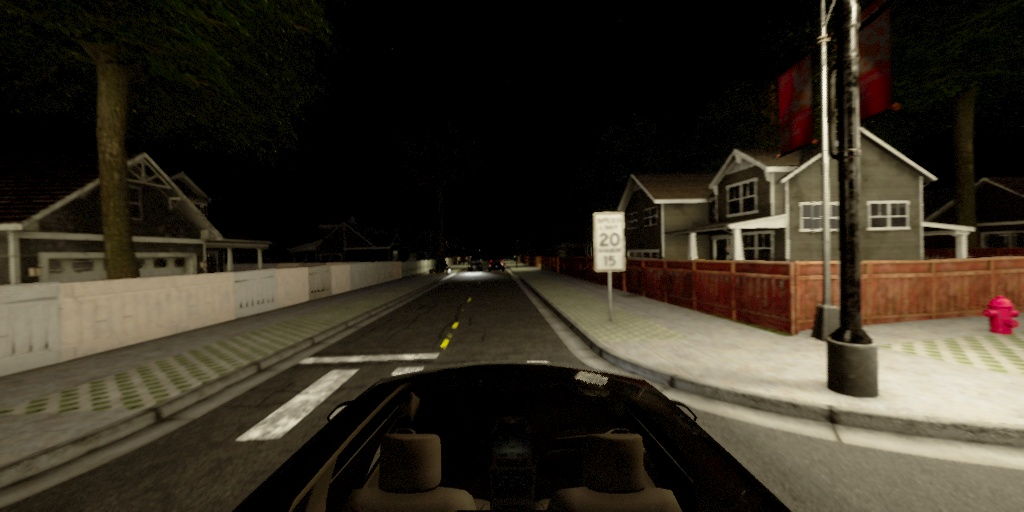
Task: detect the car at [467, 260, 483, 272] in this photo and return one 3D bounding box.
[{"bbox_3d":[-4.815,1.221,47.518,2.128,1.511,4.902,-1,0,-3],"label":"car"}]

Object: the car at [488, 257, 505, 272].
[{"bbox_3d":[-1.945,1.233,45.128,1.994,1.385,4.181,-1,0,-3],"label":"car"}]

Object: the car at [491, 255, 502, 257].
[{"bbox_3d":[-2.377,0.863,53.999,2.150,2.045,5.566,-1,0,-3],"label":"car"}]
